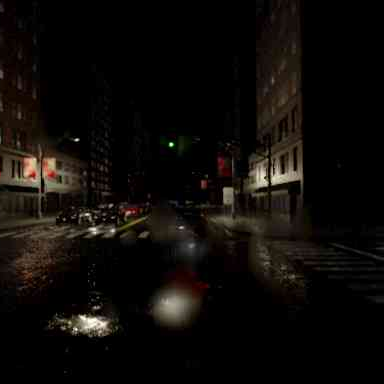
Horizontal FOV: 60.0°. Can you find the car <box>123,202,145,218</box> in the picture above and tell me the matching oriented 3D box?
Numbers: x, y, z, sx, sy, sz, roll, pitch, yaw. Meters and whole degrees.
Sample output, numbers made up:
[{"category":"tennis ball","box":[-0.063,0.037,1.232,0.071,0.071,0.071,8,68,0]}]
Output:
[{"category":"car","box":[-6.844,2.102,37.174,1.812,1.442,4.674,0,-1,0]}]

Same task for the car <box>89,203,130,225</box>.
[{"category":"car","box":[-6.815,1.954,28.151,1.837,1.490,4.892,0,-1,0]}]

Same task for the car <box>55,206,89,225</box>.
[{"category":"car","box":[-10.063,1.974,28.584,1.837,1.490,4.892,0,-1,0]}]

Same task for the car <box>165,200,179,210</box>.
[{"category":"car","box":[-3.664,2.344,58.042,2.128,1.511,4.902,0,-1,0]}]

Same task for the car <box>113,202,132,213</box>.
[{"category":"car","box":[-10.107,2.281,48.925,1.812,1.442,4.674,0,-1,0]}]

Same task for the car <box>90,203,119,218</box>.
[{"category":"car","box":[-10.090,2.103,38.712,2.128,1.511,4.902,0,-1,0]}]

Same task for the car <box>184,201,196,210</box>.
[{"category":"car","box":[-0.419,2.340,58.854,2.128,1.511,4.902,0,-1,0]}]

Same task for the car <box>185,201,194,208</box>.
[{"category":"car","box":[-0.483,2.578,68.924,1.895,1.301,4.718,0,-1,0]}]

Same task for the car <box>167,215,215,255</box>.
[{"category":"car","box":[-0.036,1.801,14.715,1.837,1.490,4.892,0,-1,0]}]

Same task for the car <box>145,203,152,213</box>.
[{"category":"car","box":[-6.848,2.270,47.636,2.033,1.411,5.357,0,-1,0]}]

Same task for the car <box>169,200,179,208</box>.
[{"category":"car","box":[-3.731,2.412,68.460,1.882,1.535,5.008,0,-1,0]}]
